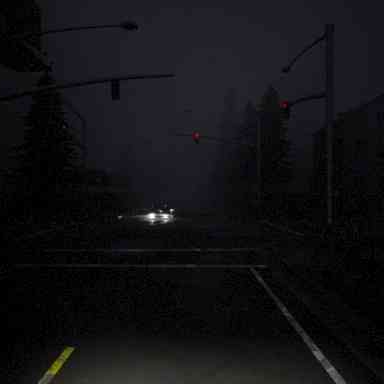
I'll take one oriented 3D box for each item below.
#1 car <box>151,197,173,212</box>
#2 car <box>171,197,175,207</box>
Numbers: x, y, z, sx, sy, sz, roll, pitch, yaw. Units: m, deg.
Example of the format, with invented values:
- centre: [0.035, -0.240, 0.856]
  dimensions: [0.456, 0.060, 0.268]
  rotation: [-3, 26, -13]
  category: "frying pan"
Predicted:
- centre: [-3.582, 1.599, 38.142]
  dimensions: [1.895, 1.301, 4.718]
  rotation: [0, 0, 0]
  category: "car"
- centre: [-3.560, 1.503, 48.267]
  dimensions: [1.837, 1.490, 4.892]
  rotation: [0, 0, 0]
  category: "car"
